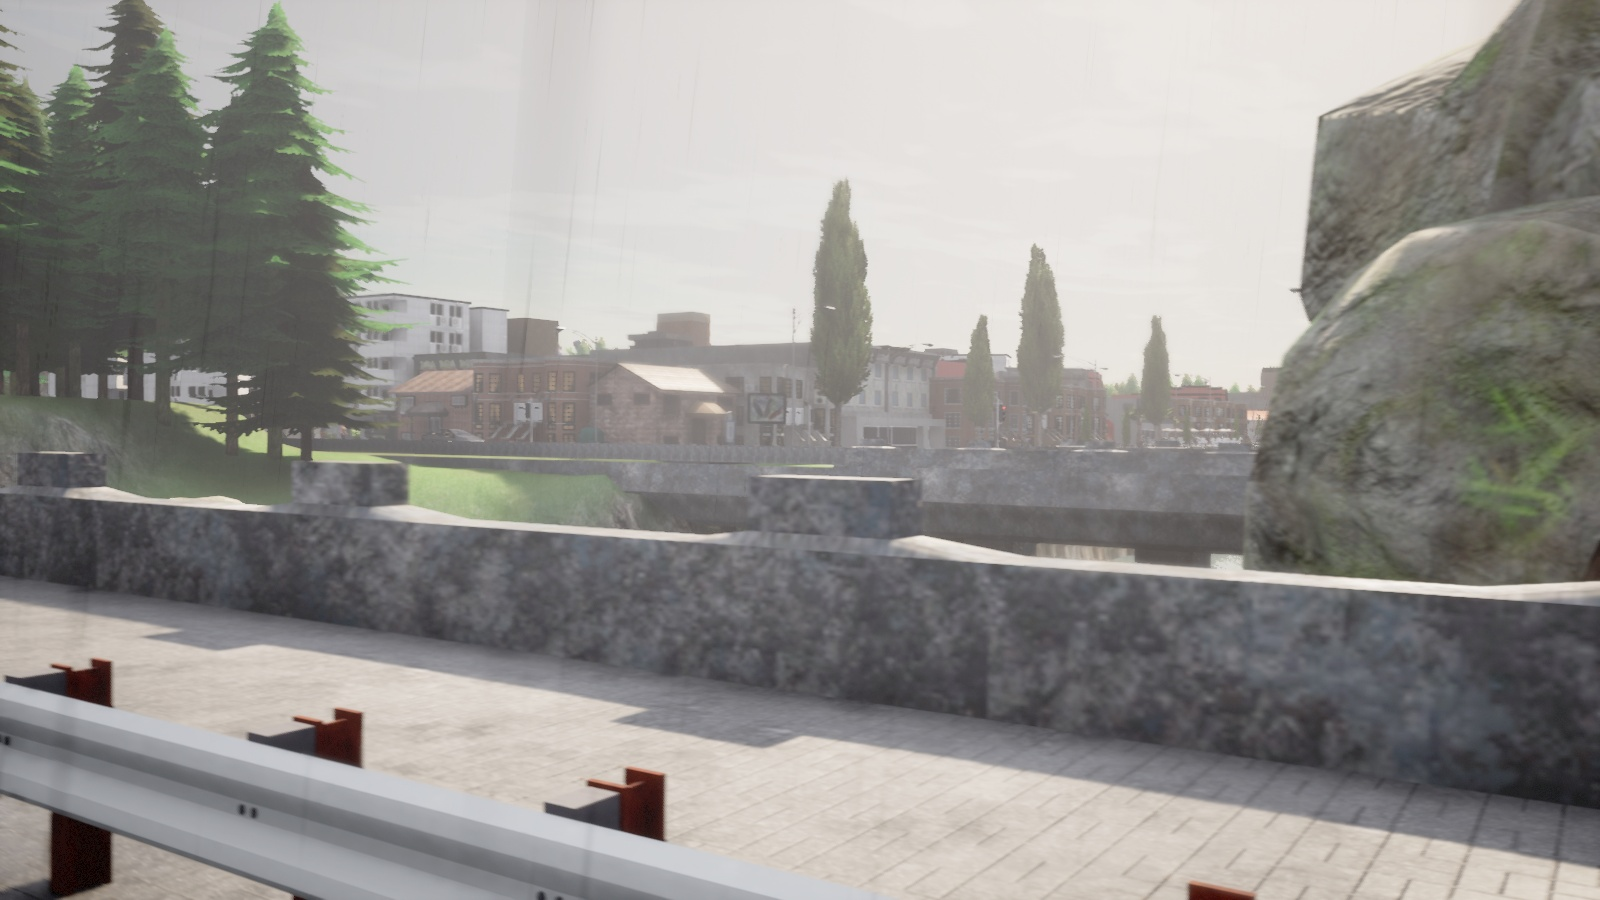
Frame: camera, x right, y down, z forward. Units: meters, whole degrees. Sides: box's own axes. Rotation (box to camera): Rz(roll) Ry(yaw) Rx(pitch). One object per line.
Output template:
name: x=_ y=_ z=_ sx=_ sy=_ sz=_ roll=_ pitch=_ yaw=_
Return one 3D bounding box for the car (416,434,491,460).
car: x=-21.509 y=-0.192 z=78.009 sx=4.514 sy=1.525 sz=2.007 roll=0 pitch=1 yaw=34
